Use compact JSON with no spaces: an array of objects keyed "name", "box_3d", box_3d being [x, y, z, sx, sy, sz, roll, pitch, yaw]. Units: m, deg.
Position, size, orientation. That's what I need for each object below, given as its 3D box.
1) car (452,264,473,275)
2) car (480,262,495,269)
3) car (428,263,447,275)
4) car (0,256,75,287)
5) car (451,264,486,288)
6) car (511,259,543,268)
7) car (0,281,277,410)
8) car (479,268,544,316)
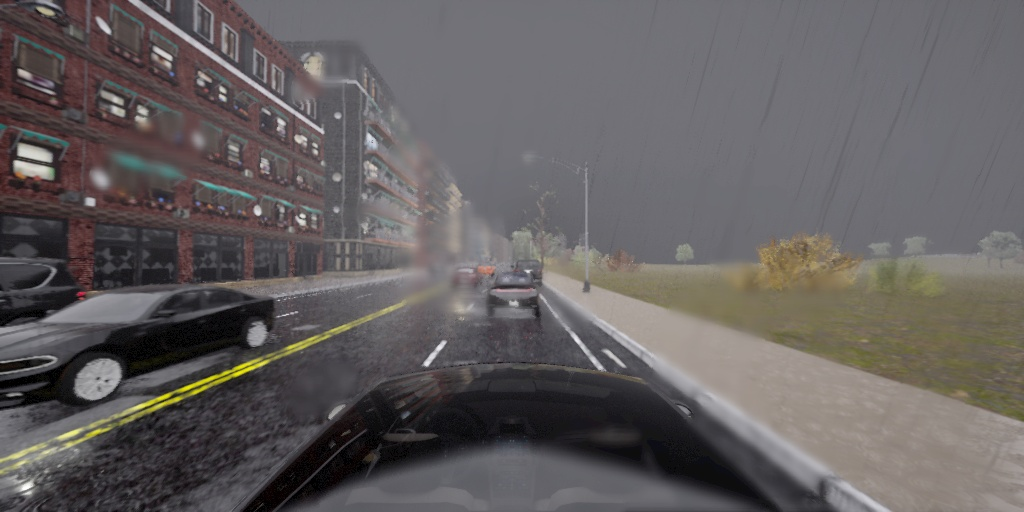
[{"name":"car","box_3d":[-6.655,1.803,48.670,2.033,1.411,5.357,0,-1,0]},{"name":"car","box_3d":[-3.203,1.565,44.743,2.097,1.767,4.553,0,-1,0]},{"name":"car","box_3d":[-9.903,1.751,47.811,1.837,1.490,4.892,0,-1,0]},{"name":"car","box_3d":[-9.853,1.008,5.093,2.150,2.045,5.566,0,-1,0]},{"name":"car","box_3d":[-3.180,1.541,26.171,1.812,1.442,4.674,0,-1,0]},{"name":"car","box_3d":[1.107,1.244,26.455,2.150,2.045,5.566,0,-1,0]},{"name":"car","box_3d":[-6.603,1.280,6.545,1.882,1.535,5.008,0,-1,0]},{"name":"car","box_3d":[0.085,1.376,14.084,2.128,1.511,4.902,0,-1,0]}]
